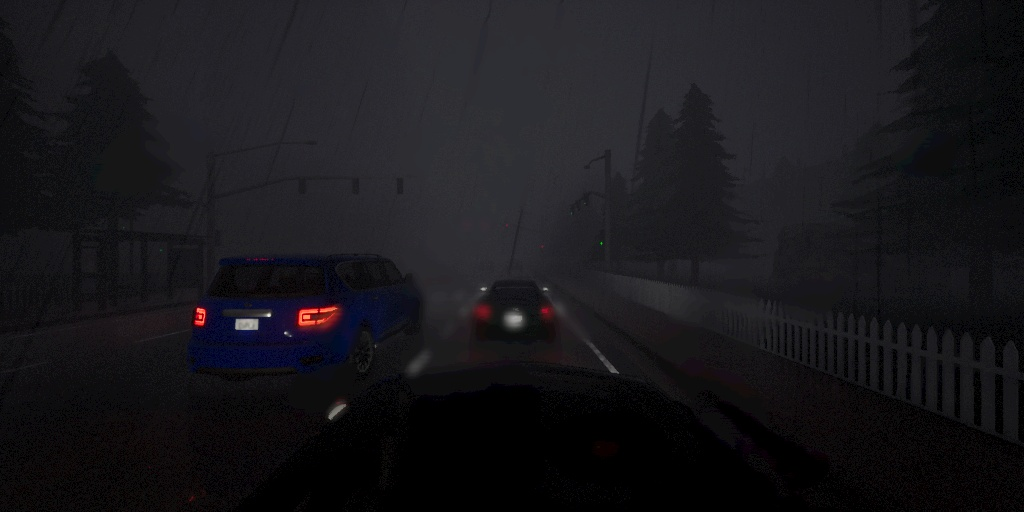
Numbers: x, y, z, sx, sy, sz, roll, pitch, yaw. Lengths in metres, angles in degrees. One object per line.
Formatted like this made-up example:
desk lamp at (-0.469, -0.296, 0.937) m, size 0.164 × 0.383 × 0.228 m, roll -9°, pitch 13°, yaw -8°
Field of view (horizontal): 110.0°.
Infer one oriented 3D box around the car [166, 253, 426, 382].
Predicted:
car at (-3.404, 0.972, 7.312) m, size 2.150 × 2.045 × 5.566 m, roll 0°, pitch 0°, yaw 0°

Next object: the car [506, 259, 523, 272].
car at (0.278, 1.102, 45.693) m, size 2.097 × 1.767 × 4.553 m, roll 0°, pitch 0°, yaw 0°

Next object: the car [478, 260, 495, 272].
car at (-3.224, 1.242, 45.592) m, size 2.128 × 1.511 × 4.902 m, roll 0°, pitch 0°, yaw 1°

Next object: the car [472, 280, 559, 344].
car at (0.089, 1.314, 9.592) m, size 1.994 × 1.385 × 4.181 m, roll 0°, pitch 0°, yaw 1°
